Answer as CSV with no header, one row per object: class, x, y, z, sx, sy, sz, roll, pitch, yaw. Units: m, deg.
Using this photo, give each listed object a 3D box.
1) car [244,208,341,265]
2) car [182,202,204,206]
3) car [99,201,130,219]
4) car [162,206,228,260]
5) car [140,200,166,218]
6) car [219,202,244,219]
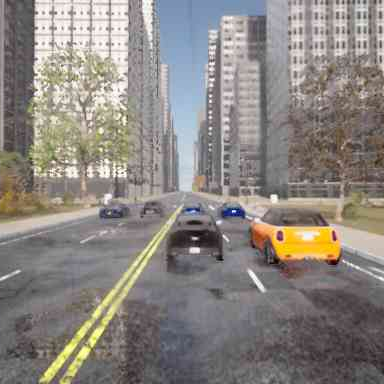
car,3.337,1.331,11.690,2.097,1.767,4.553,0,0,0
car,0.091,1.508,28.305,1.994,1.385,4.181,0,0,0
car,-6.594,1.507,28.633,1.994,1.385,4.181,0,0,0
car,0.090,1.485,12.366,1.837,1.490,4.892,0,0,0
car,-3.344,1.447,29.031,1.837,1.490,4.892,0,0,0
car,3.343,1.507,28.518,1.994,1.385,4.181,0,0,0
